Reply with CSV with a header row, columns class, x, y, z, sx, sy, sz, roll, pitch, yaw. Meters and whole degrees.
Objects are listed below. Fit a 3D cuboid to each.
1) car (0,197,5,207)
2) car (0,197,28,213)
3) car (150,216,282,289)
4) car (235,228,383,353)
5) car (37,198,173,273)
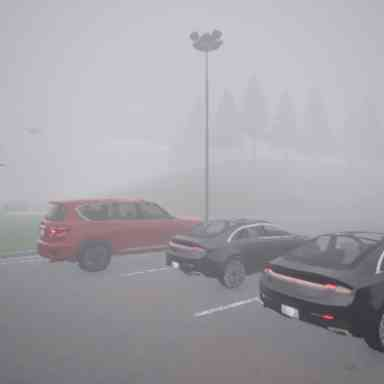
class,x,y,z,sx,sy,sz,roll,pitch,yaw
car,-31.520,1.520,53.491,2.128,1.511,4.902,0,0,-34
car,-20.265,1.525,38.038,1.812,1.442,4.674,0,0,-42
car,1.590,1.492,9.184,4.902,1.511,2.128,0,0,-36
car,3.373,1.492,6.159,4.902,1.511,2.128,0,0,-36
car,-2.018,1.221,10.908,5.566,2.045,2.150,0,0,-36
